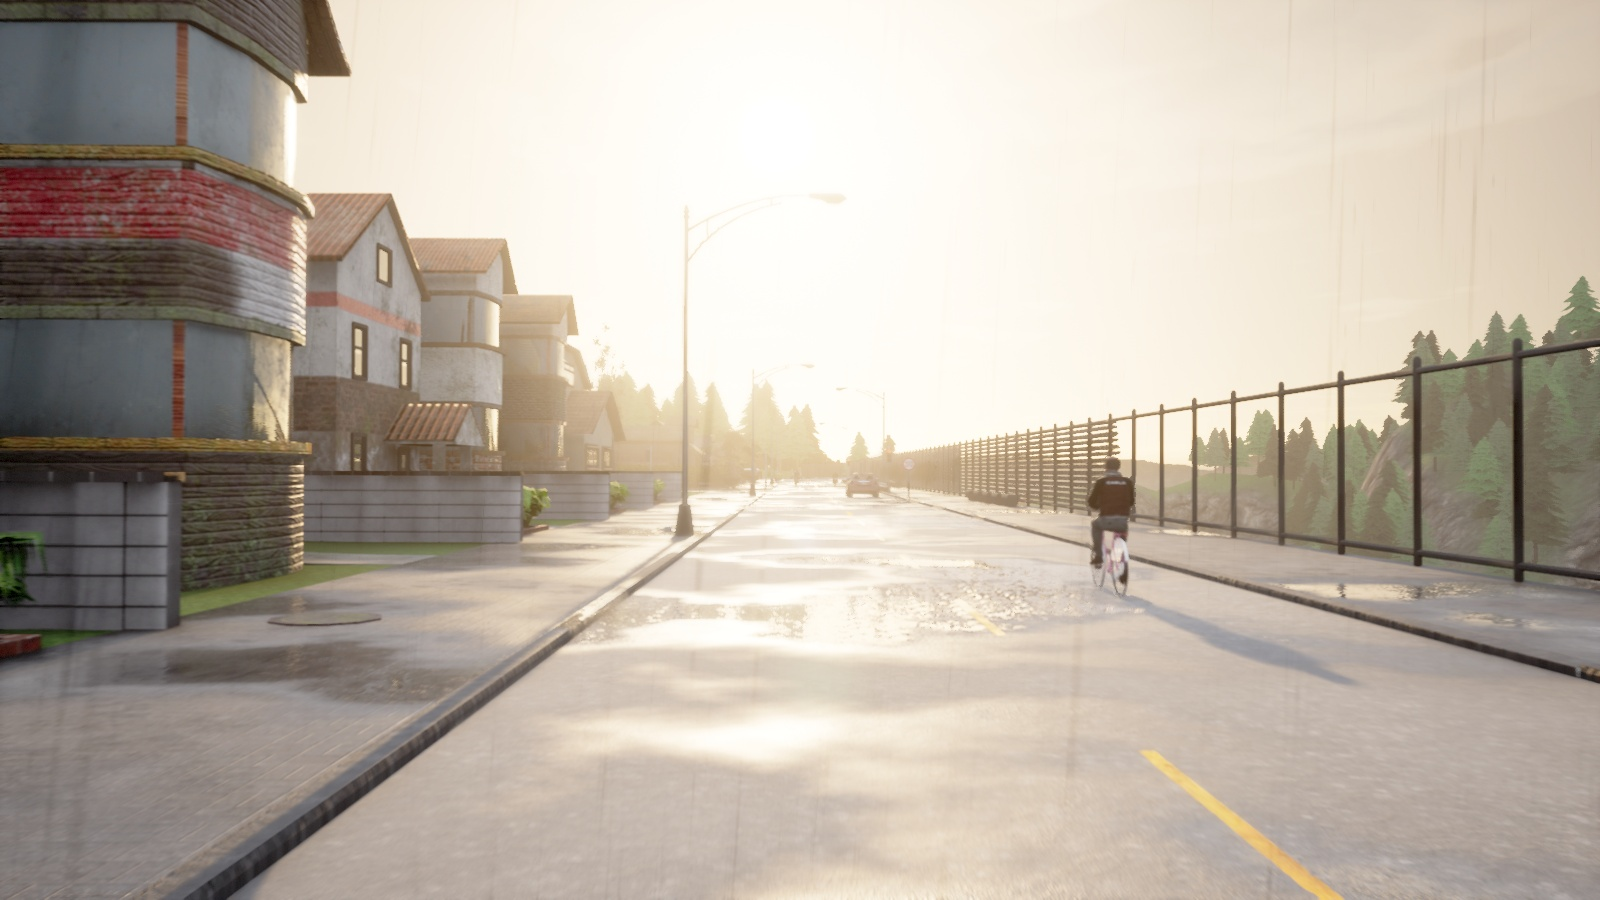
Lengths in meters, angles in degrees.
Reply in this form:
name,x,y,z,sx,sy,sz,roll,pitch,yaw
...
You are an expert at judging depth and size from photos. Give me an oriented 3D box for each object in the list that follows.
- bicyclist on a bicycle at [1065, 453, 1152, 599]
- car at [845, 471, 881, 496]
name,x,y,z,sx,sy,sz,roll,pitch,yaw
bicyclist on a bicycle,3.960,0.941,16.242,0.659,1.776,1.843,0,-1,0
car,3.813,2.042,76.281,1.970,1.475,3.806,0,-1,0
